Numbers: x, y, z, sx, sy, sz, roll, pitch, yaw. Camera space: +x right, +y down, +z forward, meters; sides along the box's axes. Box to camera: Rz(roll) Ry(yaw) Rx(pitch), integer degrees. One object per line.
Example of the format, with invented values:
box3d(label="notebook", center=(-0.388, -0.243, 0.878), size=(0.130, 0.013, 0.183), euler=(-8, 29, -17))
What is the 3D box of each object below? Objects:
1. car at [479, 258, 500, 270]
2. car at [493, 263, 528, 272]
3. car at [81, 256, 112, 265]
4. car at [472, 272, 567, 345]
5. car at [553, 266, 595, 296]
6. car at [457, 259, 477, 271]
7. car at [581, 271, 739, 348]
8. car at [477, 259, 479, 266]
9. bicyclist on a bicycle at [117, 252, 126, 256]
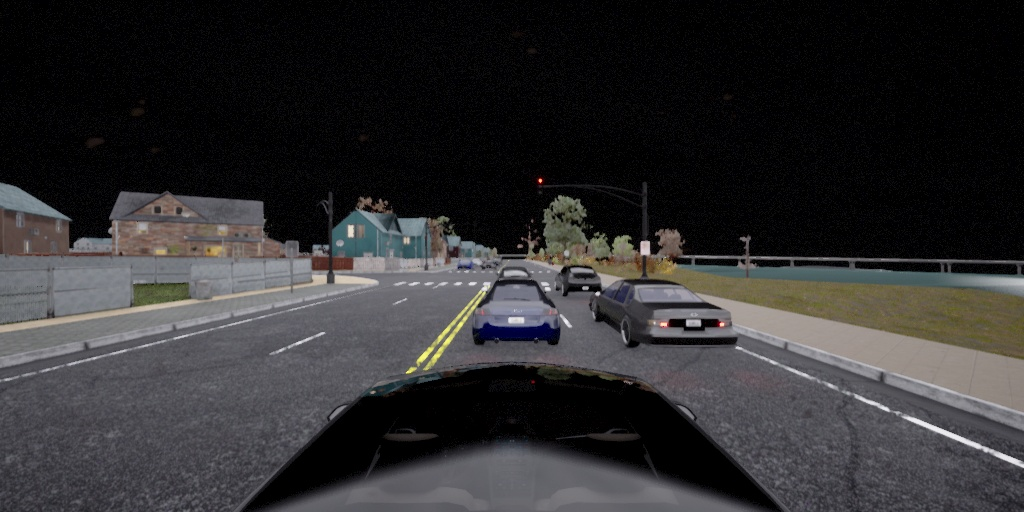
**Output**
box3d(label="car", center=(-3.246, 1.291, 51.604), size=(1.994, 1.385, 4.181), euler=(0, 0, 1))
box3d(label="car", center=(0.113, 1.260, 18.214), size=(1.812, 1.442, 4.674), euler=(0, 0, -2))
box3d(label="car", center=(-25.757, 0.737, 22.654), size=(4.902, 1.511, 2.128), euler=(1, 0, -35))
box3d(label="car", center=(0.108, 1.306, 9.471), size=(1.994, 1.385, 4.181), euler=(0, 0, 0))
box3d(label="car", center=(3.380, 1.239, 18.906), size=(1.837, 1.490, 4.892), euler=(0, 0, 0))
box3d(label="car", center=(-6.507, 1.205, 50.402), size=(1.882, 1.535, 5.008), euler=(0, 0, 0))
box3d(label="car", center=(3.366, 1.290, 9.160), size=(2.033, 1.411, 5.357), euler=(0, 0, 0))
box3d(label="car", center=(-6.440, 1.258, 64.840), size=(1.812, 1.442, 4.674), euler=(0, 0, 1))
box3d(label="bicyclist on a bicycle", center=(-29.572, 0.518, 27.136), size=(0.582, 1.620, 1.656), euler=(1, 0, -35))
